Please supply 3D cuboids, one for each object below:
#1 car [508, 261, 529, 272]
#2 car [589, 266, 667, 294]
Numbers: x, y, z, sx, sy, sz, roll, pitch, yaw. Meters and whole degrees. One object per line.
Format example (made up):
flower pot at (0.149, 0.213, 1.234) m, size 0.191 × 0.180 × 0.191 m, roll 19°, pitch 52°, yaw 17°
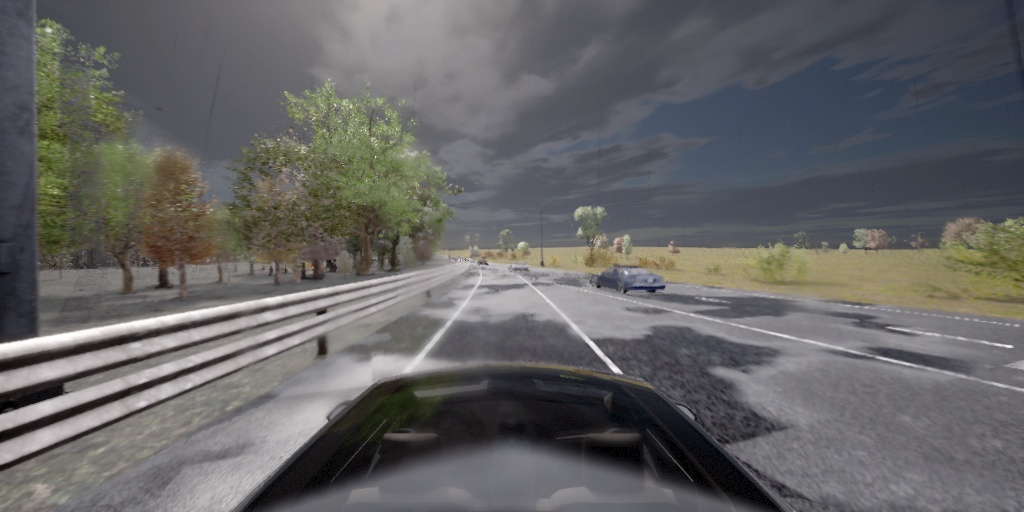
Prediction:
car at (0.726, 1.319, 44.888) m, size 1.895 × 1.301 × 4.718 m, roll 0°, pitch 0°, yaw -12°
car at (6.033, 1.218, 19.396) m, size 2.033 × 1.411 × 5.357 m, roll 0°, pitch 0°, yaw -12°
